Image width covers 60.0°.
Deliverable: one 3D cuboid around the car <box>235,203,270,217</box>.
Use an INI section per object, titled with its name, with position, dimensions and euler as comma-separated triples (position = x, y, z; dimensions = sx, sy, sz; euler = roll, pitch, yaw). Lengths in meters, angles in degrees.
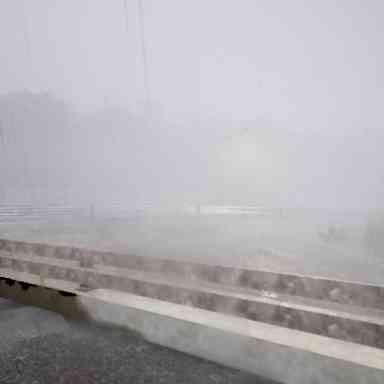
[car]
position = 7.734, 2.253, 42.986
dimensions = 4.553, 1.767, 2.097
euler = 3, -2, -24
